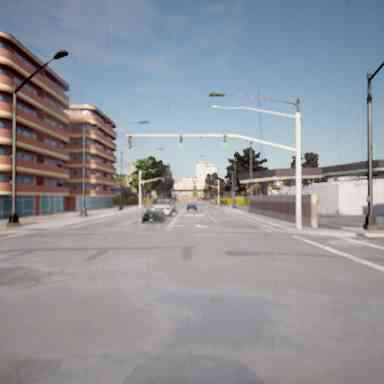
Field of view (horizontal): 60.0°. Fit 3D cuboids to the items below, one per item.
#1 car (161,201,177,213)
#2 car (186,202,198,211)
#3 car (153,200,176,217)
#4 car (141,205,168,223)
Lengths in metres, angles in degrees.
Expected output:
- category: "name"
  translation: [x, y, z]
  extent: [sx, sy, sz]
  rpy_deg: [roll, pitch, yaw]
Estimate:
- category: "car"
  translation: [-3.570, 2.294, 51.721]
  extent: [2.097, 1.767, 4.553]
  rpy_deg: [0, -1, 0]
- category: "car"
  translation: [-0.017, 2.592, 59.095]
  extent: [1.812, 1.442, 4.674]
  rpy_deg: [0, -1, 0]
- category: "car"
  translation: [-3.605, 1.984, 41.594]
  extent: [2.150, 2.045, 5.566]
  rpy_deg: [0, -1, 0]
- category: "car"
  translation: [-3.609, 2.186, 31.566]
  extent: [1.895, 1.301, 4.718]
  rpy_deg: [0, -1, 0]
